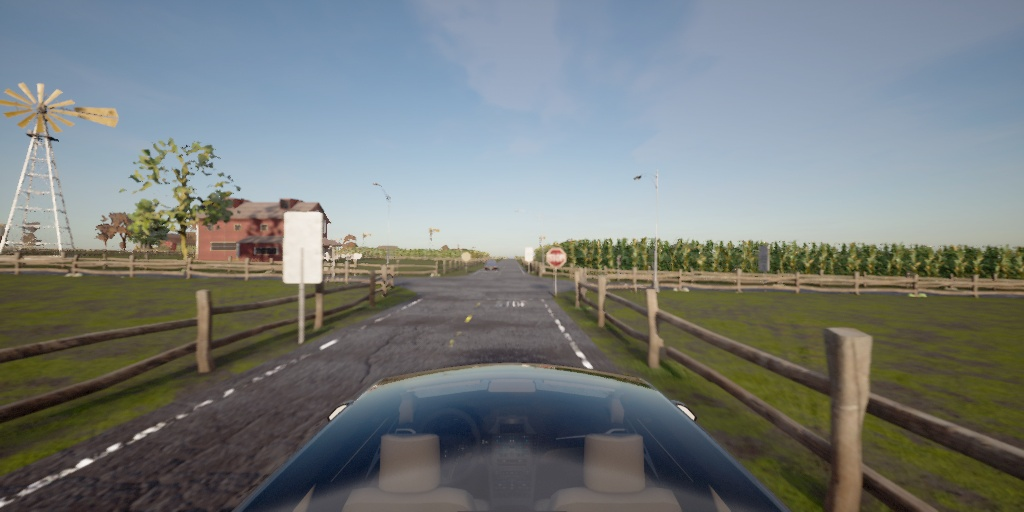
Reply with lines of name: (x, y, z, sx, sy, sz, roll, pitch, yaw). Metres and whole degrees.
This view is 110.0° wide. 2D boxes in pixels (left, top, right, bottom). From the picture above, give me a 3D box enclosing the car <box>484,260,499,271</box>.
car: (-2.759, 1.282, 48.833, 2.033, 1.411, 5.357, 0, 0, 0)
